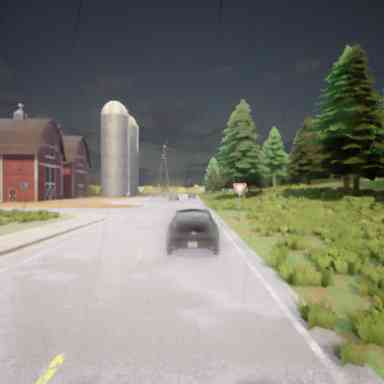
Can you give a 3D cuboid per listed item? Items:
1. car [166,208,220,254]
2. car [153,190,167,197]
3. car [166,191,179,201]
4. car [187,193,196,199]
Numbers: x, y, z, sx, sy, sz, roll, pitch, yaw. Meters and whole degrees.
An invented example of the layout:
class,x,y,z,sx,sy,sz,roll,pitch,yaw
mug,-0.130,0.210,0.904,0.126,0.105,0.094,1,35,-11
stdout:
class,x,y,z,sx,sy,sz,roll,pitch,yaw
car,0.044,1.403,12.990,1.837,1.490,4.892,0,1,0
car,-9.078,0.818,94.401,4.181,1.381,1.994,0,0,-1
car,-3.529,1.025,64.506,1.812,1.442,4.674,0,1,0
car,-0.016,0.814,73.921,2.033,1.411,5.357,0,0,0
